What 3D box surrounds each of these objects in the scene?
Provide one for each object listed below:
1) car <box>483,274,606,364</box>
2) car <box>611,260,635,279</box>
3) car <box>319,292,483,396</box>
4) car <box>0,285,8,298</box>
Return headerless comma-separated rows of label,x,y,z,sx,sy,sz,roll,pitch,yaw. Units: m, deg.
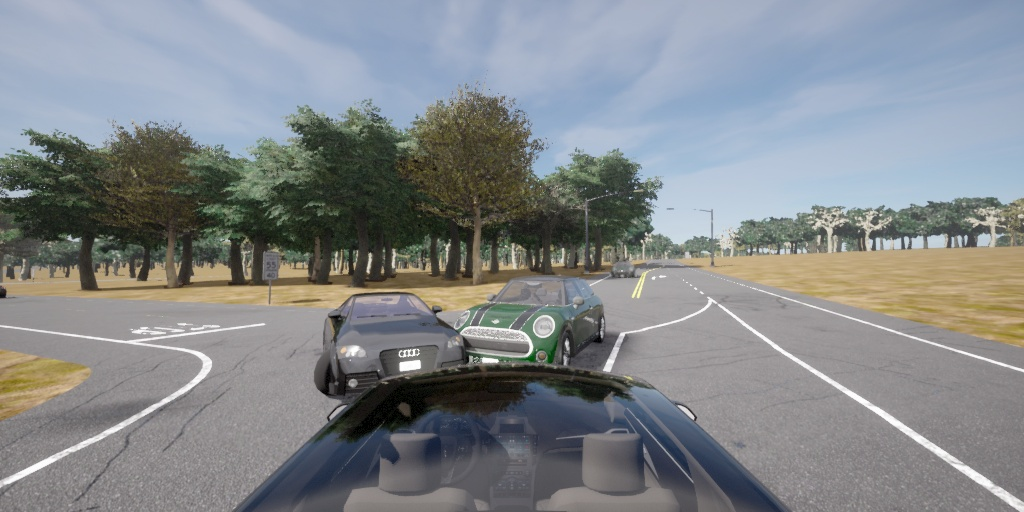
car,0.617,1.218,7.858,2.097,1.767,4.553,-1,-2,26
car,11.128,1.317,35.741,2.097,1.767,4.553,-1,0,21
car,-2.355,1.376,6.652,1.994,1.385,4.181,1,-2,-29
car,-40.855,2.563,27.428,4.181,1.385,1.994,-2,-3,22
